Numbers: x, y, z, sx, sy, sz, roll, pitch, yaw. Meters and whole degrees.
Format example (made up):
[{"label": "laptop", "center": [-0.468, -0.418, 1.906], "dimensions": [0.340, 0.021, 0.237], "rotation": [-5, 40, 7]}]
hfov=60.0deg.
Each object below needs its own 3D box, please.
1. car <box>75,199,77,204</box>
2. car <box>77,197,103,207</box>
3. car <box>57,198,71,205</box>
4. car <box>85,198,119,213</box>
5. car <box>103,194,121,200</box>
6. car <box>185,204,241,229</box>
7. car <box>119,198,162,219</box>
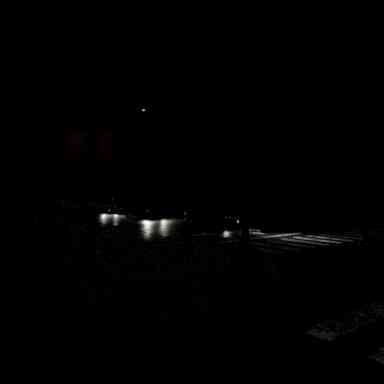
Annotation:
[{"label": "car", "center": [-21.818, 1.761, 66.155], "dimensions": [1.837, 1.490, 4.892], "rotation": [0, 0, -36]}, {"label": "car", "center": [-16.256, 1.803, 52.827], "dimensions": [1.895, 1.301, 4.718], "rotation": [0, 0, -36]}, {"label": "car", "center": [-25.088, 1.820, 65.136], "dimensions": [1.994, 1.385, 4.181], "rotation": [0, 0, -36]}, {"label": "car", "center": [-10.475, 1.741, 38.867], "dimensions": [1.895, 1.301, 4.718], "rotation": [0, 0, -36]}, {"label": "car", "center": [-13.315, 1.424, 54.299], "dimensions": [2.150, 2.045, 5.566], "rotation": [0, -1, -35]}, {"label": "car", "center": [1.415, 1.554, 22.282], "dimensions": [2.128, 1.511, 4.902], "rotation": [0, 0, -36]}, {"label": "car", "center": [-4.575, 1.579, 30.631], "dimensions": [1.882, 1.535, 5.008], "rotation": [0, 0, -35]}]
